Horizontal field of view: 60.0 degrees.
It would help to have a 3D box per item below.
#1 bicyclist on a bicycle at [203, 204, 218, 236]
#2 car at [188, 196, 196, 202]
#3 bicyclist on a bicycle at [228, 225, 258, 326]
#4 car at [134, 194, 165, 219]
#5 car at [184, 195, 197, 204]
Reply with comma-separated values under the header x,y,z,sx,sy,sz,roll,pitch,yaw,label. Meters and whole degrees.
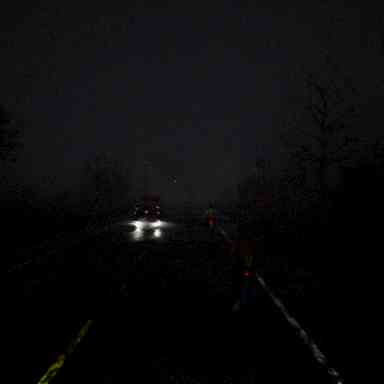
x,y,z,sx,sy,sz,roll,pitch,yaw,label
0.987,1.438,17.404,0.866,1.612,1.509,0,0,0,bicyclist on a bicycle
-0.014,1.666,77.662,1.895,1.301,4.718,0,0,0,car
0.959,1.452,6.126,0.582,1.620,1.656,0,0,0,bicyclist on a bicycle
-3.605,1.230,29.062,2.150,2.045,5.566,0,0,0,car
0.005,1.592,62.632,2.033,1.411,5.357,0,0,1,car
